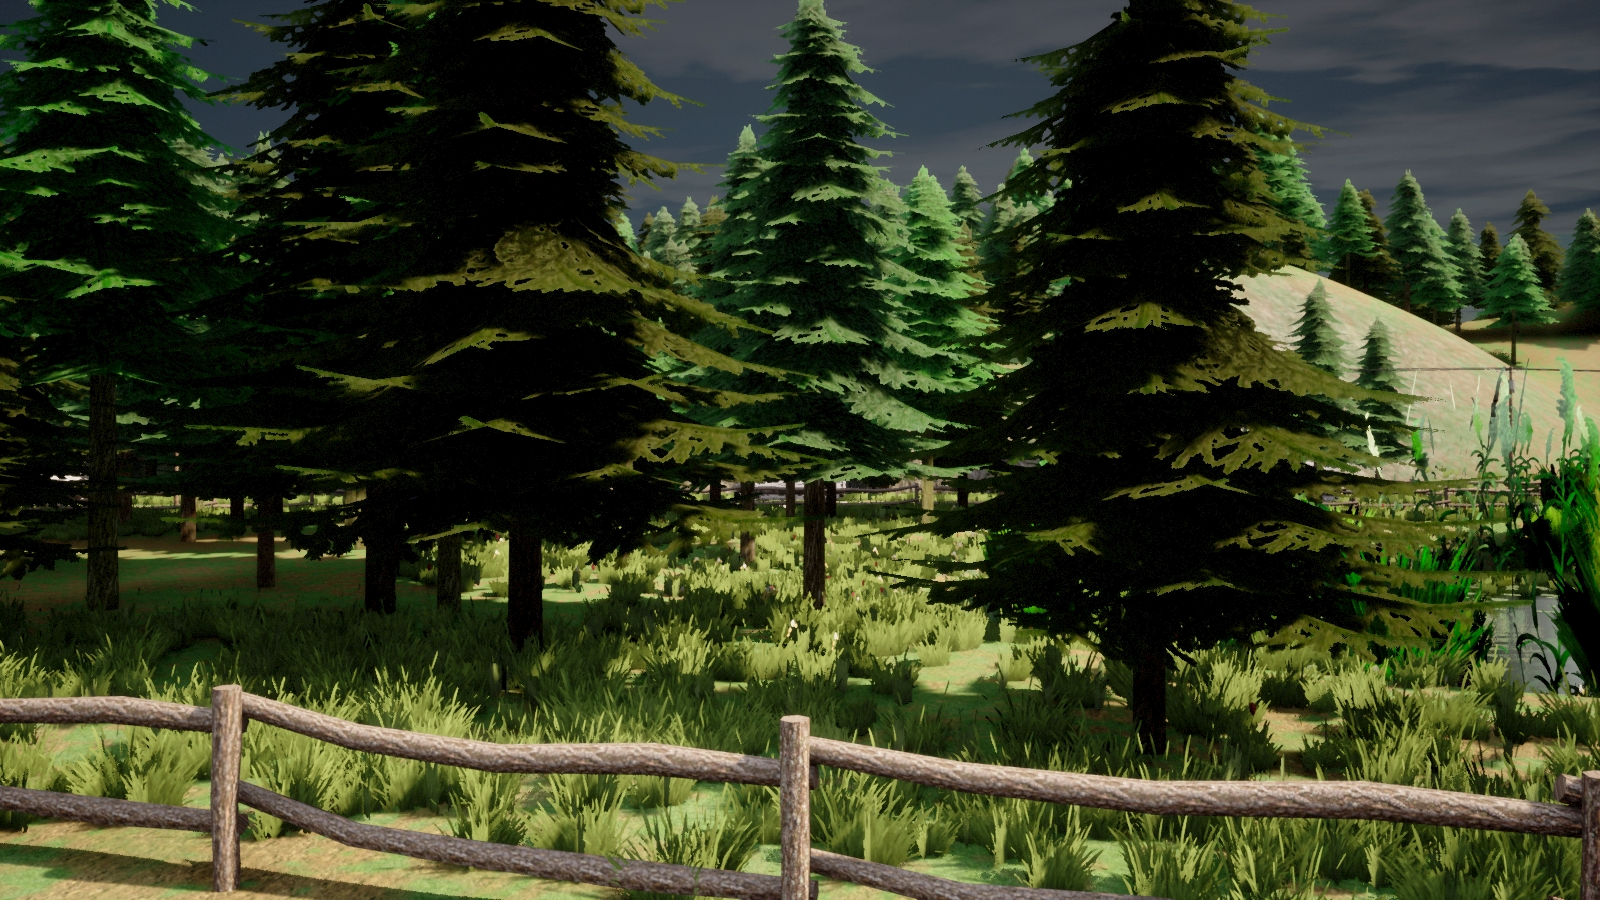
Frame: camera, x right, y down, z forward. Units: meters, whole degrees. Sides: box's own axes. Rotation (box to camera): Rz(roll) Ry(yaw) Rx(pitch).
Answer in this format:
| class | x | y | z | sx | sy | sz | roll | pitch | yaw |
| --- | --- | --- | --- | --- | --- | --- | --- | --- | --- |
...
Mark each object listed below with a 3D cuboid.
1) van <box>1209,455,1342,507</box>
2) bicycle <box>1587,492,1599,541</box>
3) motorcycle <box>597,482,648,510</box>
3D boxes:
| class | x | y | z | sx | sy | sz | roll | pitch | yaw |
| --- | --- | --- | --- | --- | --- | --- | --- | --- | --- |
| van | 24.176 | 1.535 | 58.268 | 5.915 | 2.561 | 1.988 | 0 | 0 | 7 |
| bicycle | 25.050 | 2.038 | 34.854 | 1.643 | 1.496 | 0.373 | 0 | -1 | 21 |
| motorcycle | -8.404 | 2.178 | 54.100 | 2.209 | 1.251 | 0.867 | 0 | 0 | 14 |
